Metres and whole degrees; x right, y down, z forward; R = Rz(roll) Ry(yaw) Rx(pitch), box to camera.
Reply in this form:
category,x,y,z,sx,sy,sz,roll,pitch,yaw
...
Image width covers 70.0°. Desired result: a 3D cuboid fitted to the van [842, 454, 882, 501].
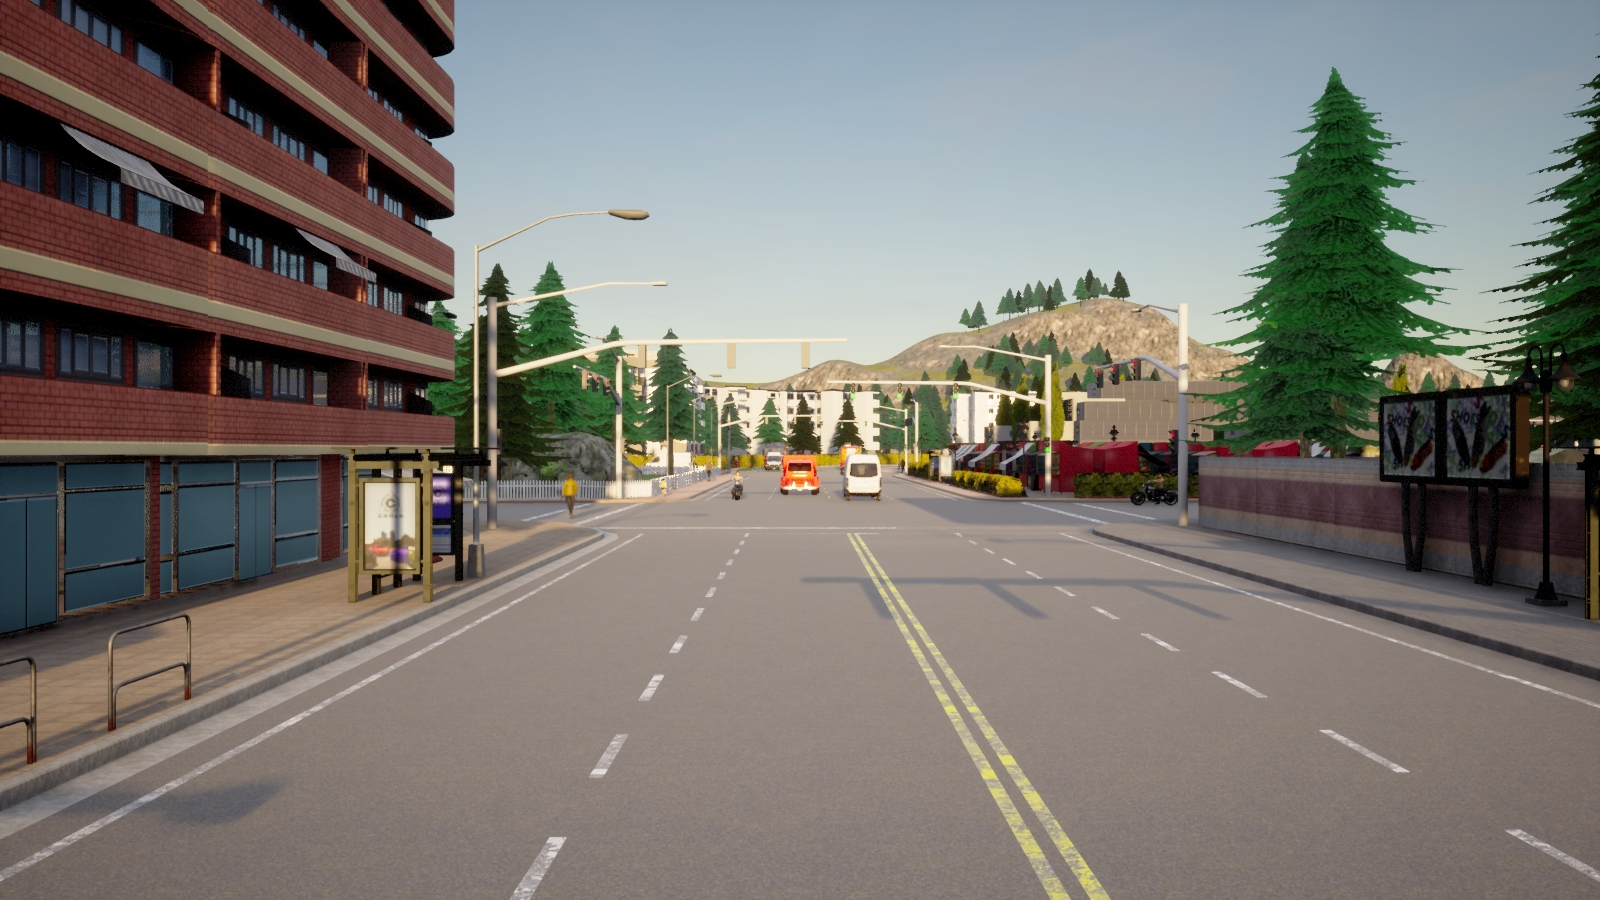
category,x,y,z,sx,sy,sz,roll,pitch,yaw
van,3.502,1.540,65.585,1.988,2.561,5.915,0,0,0

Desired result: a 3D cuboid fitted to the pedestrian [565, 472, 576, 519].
category,x,y,z,sx,sy,sz,roll,pitch,yaw
pedestrian,-9.150,1.795,45.574,0.375,1.860,0.375,0,0,-7

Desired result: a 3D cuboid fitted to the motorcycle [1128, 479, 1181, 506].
category,x,y,z,sx,sy,sz,roll,pitch,yaw
motorcycle,17.582,2.102,56.689,2.356,1.307,0.764,0,0,0

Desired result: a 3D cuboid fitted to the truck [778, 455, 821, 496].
category,x,y,z,sx,sy,sz,roll,pitch,yaw
truck,-0.006,1.572,72.542,2.627,2.467,5.204,0,0,0

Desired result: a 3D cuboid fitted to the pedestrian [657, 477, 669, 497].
category,x,y,z,sx,sy,sz,roll,pitch,yaw
pedestrian,-7.717,2.079,64.191,0.500,1.100,0.500,0,0,17
